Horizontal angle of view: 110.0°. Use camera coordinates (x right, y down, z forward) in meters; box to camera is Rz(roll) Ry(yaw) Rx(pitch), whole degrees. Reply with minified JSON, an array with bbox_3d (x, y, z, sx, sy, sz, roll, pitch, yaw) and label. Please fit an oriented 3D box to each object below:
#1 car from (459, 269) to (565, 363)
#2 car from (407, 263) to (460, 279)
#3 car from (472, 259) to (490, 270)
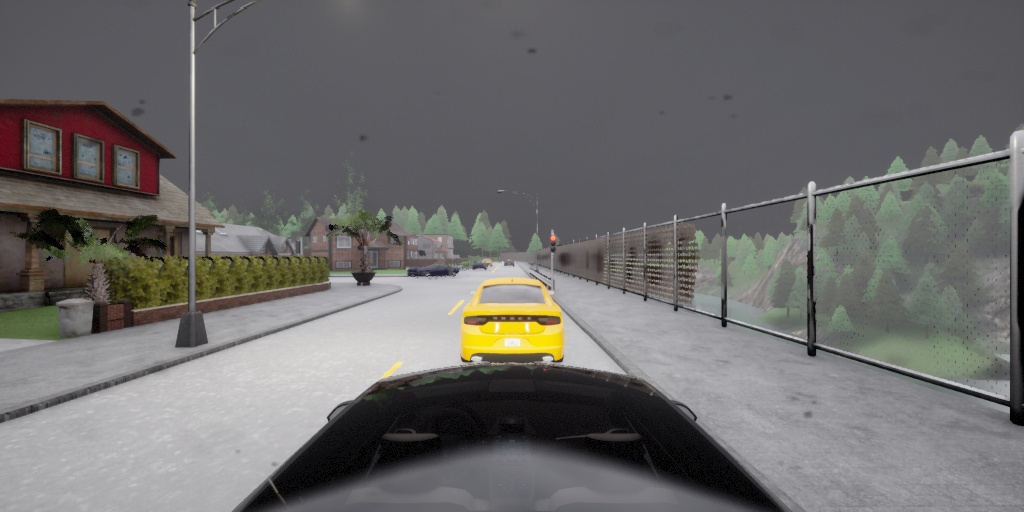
[{"bbox_3d":[0.002,1.228,8.197,1.882,1.535,5.008,0,0,0],"label":"car"},{"bbox_3d":[-7.062,1.351,32.533,1.895,1.301,4.718,0,0,41],"label":"car"},{"bbox_3d":[-4.541,1.351,51.005,1.895,1.301,4.718,0,0,0],"label":"car"}]
